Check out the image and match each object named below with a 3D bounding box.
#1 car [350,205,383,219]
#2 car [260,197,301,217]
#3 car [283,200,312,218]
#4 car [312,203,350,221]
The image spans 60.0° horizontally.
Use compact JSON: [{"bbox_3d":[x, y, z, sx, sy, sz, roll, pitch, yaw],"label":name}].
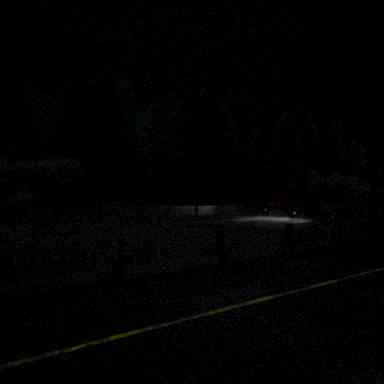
[{"bbox_3d":[15.783,1.847,28.097,5.008,1.535,1.882,1,-1,-35],"label":"car"},{"bbox_3d":[10.086,1.598,36.929,5.566,2.045,2.150,1,-1,-35],"label":"car"},{"bbox_3d":[12.052,1.868,34.032,4.902,1.511,2.128,1,-1,-35],"label":"car"},{"bbox_3d":[13.741,1.847,30.940,5.008,1.535,1.882,1,-1,-35],"label":"car"}]
